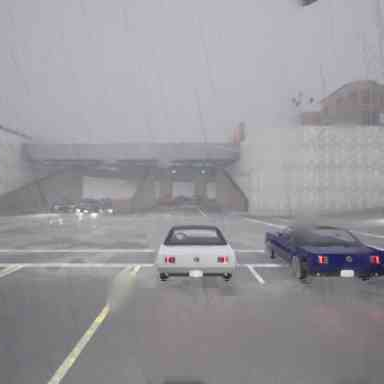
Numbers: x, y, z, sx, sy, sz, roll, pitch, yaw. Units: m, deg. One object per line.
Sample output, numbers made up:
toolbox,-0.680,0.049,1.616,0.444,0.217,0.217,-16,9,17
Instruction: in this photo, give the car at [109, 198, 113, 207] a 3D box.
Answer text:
car,-11.497,1.592,46.685,1.994,1.385,4.181,0,0,-2

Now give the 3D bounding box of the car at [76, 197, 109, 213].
car,-11.281,1.548,38.007,1.812,1.442,4.674,0,0,-1

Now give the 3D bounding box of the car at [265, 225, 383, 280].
car,3.562,1.626,9.923,1.895,1.301,4.718,0,-1,-1

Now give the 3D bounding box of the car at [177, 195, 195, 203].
car,-1.265,1.565,69.489,2.128,1.511,4.902,0,0,6

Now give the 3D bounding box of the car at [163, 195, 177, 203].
car,-4.766,1.396,69.592,2.097,1.767,4.553,0,0,6

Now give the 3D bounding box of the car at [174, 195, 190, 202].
car,-2.414,1.524,79.458,1.882,1.535,5.008,0,0,24

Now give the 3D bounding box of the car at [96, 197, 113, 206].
car,-15.219,1.635,58.027,1.895,1.301,4.718,0,0,-1

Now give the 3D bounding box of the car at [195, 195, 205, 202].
car,1.387,1.401,79.495,2.097,1.767,4.553,0,0,28

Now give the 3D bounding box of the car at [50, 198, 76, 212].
car,-14.797,1.515,38.630,2.128,1.511,4.902,0,0,-1

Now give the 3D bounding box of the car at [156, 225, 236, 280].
car,0.063,1.620,9.916,1.895,1.301,4.718,0,0,-1

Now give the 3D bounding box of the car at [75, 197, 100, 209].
car,-15.019,1.520,47.908,2.128,1.511,4.902,0,0,-1
